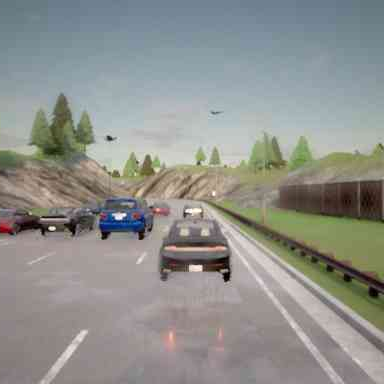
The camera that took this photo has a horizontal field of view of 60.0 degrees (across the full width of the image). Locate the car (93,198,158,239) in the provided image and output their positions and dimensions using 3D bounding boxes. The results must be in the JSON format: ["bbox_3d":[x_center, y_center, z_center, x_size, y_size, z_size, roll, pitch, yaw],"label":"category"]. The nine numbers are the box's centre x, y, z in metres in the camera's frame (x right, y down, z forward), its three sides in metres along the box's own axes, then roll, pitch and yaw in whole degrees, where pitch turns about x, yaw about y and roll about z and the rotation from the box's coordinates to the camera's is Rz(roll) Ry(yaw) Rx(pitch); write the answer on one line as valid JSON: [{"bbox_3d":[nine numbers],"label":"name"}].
[{"bbox_3d":[-3.399,1.321,18.148,2.150,2.045,5.566,0,0,0],"label":"car"}]

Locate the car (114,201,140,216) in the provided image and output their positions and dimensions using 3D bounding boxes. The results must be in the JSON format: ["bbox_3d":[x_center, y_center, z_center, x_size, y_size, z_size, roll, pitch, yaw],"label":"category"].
[{"bbox_3d":[-6.876,1.720,35.466,1.812,1.442,4.674,0,0,0],"label":"car"}]

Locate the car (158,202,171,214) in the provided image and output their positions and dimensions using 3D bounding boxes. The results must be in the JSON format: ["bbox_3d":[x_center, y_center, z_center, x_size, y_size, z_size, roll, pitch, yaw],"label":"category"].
[{"bbox_3d":[-3.365,1.756,35.077,1.994,1.385,4.181,0,0,0],"label":"car"}]

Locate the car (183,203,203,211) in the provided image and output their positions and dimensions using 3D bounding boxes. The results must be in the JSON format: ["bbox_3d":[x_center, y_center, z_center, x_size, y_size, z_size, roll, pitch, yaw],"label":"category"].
[{"bbox_3d":[0.121,1.781,32.867,1.895,1.301,4.718,0,0,0],"label":"car"}]

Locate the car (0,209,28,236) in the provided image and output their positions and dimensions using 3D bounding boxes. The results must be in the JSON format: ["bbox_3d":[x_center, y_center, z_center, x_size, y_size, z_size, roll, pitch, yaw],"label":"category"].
[{"bbox_3d":[-10.400,1.670,19.289,1.994,1.385,4.181,0,0,0],"label":"car"}]

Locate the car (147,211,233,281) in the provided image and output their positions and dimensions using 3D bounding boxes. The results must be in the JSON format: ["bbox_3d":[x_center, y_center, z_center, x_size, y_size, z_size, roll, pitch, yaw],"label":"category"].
[{"bbox_3d":[0.091,1.548,10.049,2.128,1.511,4.902,0,0,0],"label":"car"}]

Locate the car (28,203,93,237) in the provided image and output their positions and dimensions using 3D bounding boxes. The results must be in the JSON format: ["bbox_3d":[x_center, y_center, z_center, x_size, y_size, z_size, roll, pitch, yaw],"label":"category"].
[{"bbox_3d":[-6.900,1.596,18.860,2.128,1.511,4.902,0,0,0],"label":"car"}]
